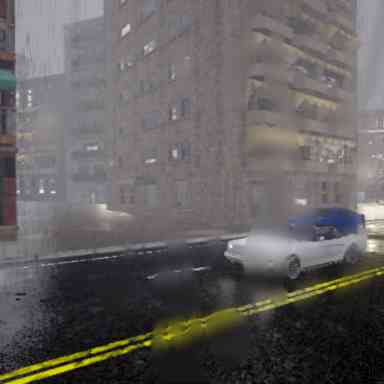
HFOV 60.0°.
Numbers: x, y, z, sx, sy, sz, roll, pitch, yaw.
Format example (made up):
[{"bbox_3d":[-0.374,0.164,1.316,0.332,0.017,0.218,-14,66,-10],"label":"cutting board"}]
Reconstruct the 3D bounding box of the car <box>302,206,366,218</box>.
[{"bbox_3d":[6.841,1.472,16.782,5.008,1.535,1.882,0,0,-37],"label":"car"}]

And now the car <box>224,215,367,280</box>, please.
[{"bbox_3d":[3.254,1.599,10.063,4.718,1.301,1.895,0,0,-36],"label":"car"}]

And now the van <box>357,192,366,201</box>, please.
[{"bbox_3d":[30.712,0.862,63.041,3.998,1.788,1.690,1,0,21],"label":"van"}]
